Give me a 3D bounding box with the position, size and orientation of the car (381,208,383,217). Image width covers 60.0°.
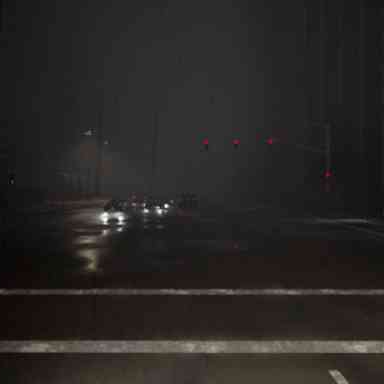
[{"bbox_3d":[15.790,1.241,23.072,4.902,1.511,2.128,0,1,0],"label":"car"}]

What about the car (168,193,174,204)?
[{"bbox_3d":[-4.273,0.959,49.100,2.128,1.511,4.902,0,1,0],"label":"car"}]

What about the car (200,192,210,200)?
[{"bbox_3d":[2.634,0.807,66.339,1.812,1.442,4.674,0,1,-1],"label":"car"}]

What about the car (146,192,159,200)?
[{"bbox_3d":[-7.871,0.824,66.808,2.033,1.411,5.357,0,1,-1],"label":"car"}]

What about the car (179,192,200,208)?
[{"bbox_3d":[-0.492,0.920,39.798,2.097,1.767,4.553,0,1,-1],"label":"car"}]

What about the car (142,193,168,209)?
[{"bbox_3d":[-4.175,1.112,38.132,1.812,1.442,4.674,0,1,1],"label":"car"}]

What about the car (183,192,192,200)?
[{"bbox_3d":[-0.863,0.748,67.349,1.882,1.535,5.008,0,1,0],"label":"car"}]

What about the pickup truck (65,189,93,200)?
[{"bbox_3d":[-20.934,0.398,60.959,2.390,2.098,6.274,0,1,30],"label":"pickup truck"}]

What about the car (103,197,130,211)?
[{"bbox_3d":[-7.622,1.231,33.992,1.895,1.301,4.718,0,1,-1],"label":"car"}]

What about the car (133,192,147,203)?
[{"bbox_3d":[-7.784,0.796,51.198,2.097,1.767,4.553,0,1,0],"label":"car"}]

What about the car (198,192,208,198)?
[{"bbox_3d":[2.530,0.619,76.557,2.033,1.411,5.357,0,1,-1],"label":"car"}]
